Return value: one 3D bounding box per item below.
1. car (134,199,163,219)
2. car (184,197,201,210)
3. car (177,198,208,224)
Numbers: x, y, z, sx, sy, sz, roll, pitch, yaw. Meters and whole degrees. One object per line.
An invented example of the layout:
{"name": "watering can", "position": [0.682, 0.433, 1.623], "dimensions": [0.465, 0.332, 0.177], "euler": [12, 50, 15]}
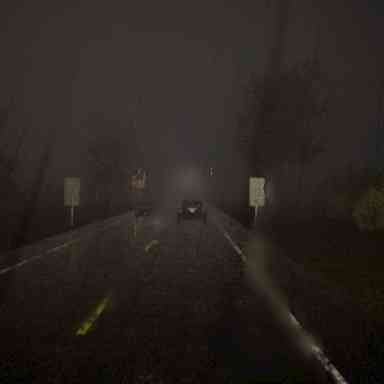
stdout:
{"name": "car", "position": [-3.585, 1.379, 28.012], "dimensions": [1.882, 1.535, 5.008], "euler": [0, 0, 0]}
{"name": "car", "position": [0.066, 1.423, 42.931], "dimensions": [2.033, 1.411, 5.357], "euler": [0, 0, 0]}
{"name": "car", "position": [0.031, 1.262, 24.272], "dimensions": [2.097, 1.767, 4.553], "euler": [0, 0, 0]}
